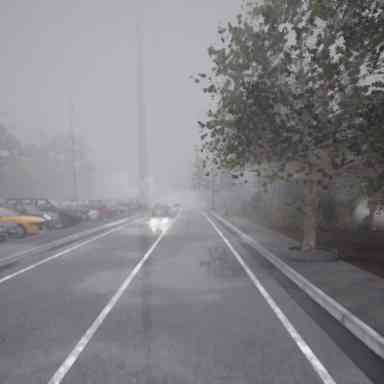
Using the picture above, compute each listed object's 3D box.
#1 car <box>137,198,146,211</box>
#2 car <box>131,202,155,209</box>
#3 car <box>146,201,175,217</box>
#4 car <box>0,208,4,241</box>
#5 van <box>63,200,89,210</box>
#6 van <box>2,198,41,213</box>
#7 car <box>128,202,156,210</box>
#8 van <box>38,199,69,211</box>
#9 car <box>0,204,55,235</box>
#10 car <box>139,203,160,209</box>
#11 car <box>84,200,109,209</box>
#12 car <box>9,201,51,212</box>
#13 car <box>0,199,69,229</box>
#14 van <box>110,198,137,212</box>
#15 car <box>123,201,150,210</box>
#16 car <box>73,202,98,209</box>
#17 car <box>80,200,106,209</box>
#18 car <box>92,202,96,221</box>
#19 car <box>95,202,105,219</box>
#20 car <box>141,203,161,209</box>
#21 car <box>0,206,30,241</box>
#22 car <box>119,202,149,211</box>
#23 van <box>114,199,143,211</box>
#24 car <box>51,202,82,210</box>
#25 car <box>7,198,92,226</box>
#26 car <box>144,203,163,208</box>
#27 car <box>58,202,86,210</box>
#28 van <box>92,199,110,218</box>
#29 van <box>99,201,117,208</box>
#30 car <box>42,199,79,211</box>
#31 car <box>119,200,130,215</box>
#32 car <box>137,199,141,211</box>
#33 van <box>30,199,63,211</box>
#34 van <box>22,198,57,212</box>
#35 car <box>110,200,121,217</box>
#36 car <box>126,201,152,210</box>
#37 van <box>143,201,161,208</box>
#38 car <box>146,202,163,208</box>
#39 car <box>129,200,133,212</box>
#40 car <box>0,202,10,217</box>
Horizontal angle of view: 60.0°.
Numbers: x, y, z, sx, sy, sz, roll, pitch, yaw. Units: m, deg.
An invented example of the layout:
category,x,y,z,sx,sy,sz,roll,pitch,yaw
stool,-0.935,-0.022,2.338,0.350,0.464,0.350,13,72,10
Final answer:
category,x,y,z,sx,sy,sz,roll,pitch,yaw
car,-10.363,1.966,50.908,5.566,2.045,2.435,0,-2,0
car,-10.326,2.906,70.320,4.892,1.521,2.231,0,-2,0
car,-3.356,1.928,36.291,2.128,1.511,4.902,0,-1,0
car,-10.154,1.497,12.074,5.366,1.575,1.946,0,-1,0
van,-23.529,2.580,67.544,4.442,1.987,1.878,0,-2,0
van,-23.298,1.871,45.536,4.442,1.987,1.878,0,-1,0
car,-10.147,2.804,67.546,5.366,1.575,1.946,0,-2,0
van,-23.531,2.187,56.471,4.442,1.987,1.878,0,-2,0
car,-10.346,1.568,17.615,5.008,1.535,2.097,0,-1,0
car,-10.302,3.328,81.417,4.792,1.488,2.163,0,-2,0
car,-23.382,3.049,81.514,5.566,2.045,2.435,0,-2,0
car,-23.420,2.150,48.301,5.008,1.535,2.097,0,-1,0
car,-10.370,1.488,20.393,4.553,1.767,2.185,0,-1,0
van,-10.219,1.869,45.372,4.442,1.987,1.878,0,-1,0
car,-10.302,2.485,62.001,4.553,1.767,2.185,0,-2,0
car,-23.406,3.006,73.198,5.008,1.535,2.097,0,-2,0
car,-23.383,2.951,78.745,5.566,2.045,2.435,0,-2,0
car,-10.368,1.748,25.938,4.792,1.488,2.163,0,-1,0
car,-10.340,1.812,28.713,4.674,1.452,2.002,0,-1,0
car,-10.301,3.426,84.191,4.792,1.488,2.163,0,-2,0
car,-10.345,1.531,14.843,4.892,1.521,2.231,0,-1,0
car,-10.328,2.512,59.222,5.008,1.535,2.097,0,-2,0
van,-10.218,2.089,53.681,4.442,1.987,1.878,0,-2,0
car,-23.408,2.614,62.124,5.008,1.535,2.097,0,-2,0
car,-10.310,1.414,23.167,5.566,2.045,2.435,0,-1,0
car,-10.359,3.623,89.741,4.792,1.488,2.163,0,-2,0
car,-23.411,2.752,64.892,4.674,1.452,2.002,0,-2,0
van,-10.454,1.600,31.493,4.442,1.987,1.878,0,-1,0
van,-23.301,3.471,92.601,4.442,1.987,1.878,0,-2,0
car,-23.385,2.260,59.240,5.566,2.045,2.435,0,-2,0
car,-10.306,2.017,39.814,4.792,1.488,2.163,0,-1,0
car,-10.364,2.178,48.149,4.792,1.488,2.163,0,-2,0
van,-23.531,2.094,53.827,4.442,1.987,1.878,0,-2,0
van,-23.298,1.991,50.926,4.442,1.987,1.878,0,-2,0
car,-10.342,1.880,34.265,5.008,1.535,2.097,0,-1,0
car,-10.302,2.583,64.775,4.553,1.767,2.185,0,-2,0
van,-10.447,3.269,86.975,4.442,1.987,1.878,0,-2,0
car,-10.361,3.569,92.517,4.553,1.767,2.185,0,-2,0
car,-10.339,2.081,42.591,4.674,1.452,2.002,0,-1,0
car,-23.410,1.937,37.223,4.892,1.521,2.231,0,-1,0
